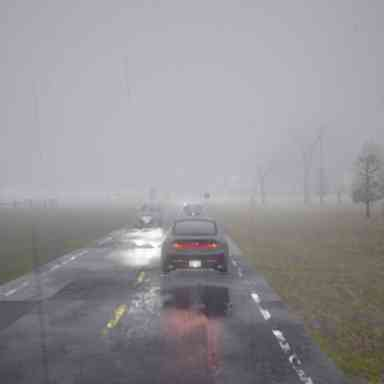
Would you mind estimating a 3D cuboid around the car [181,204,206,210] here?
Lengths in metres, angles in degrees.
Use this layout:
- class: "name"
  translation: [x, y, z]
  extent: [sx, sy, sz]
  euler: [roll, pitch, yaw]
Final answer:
- class: "car"
  translation: [0.098, 1.658, 26.511]
  extent: [2.033, 1.411, 5.357]
  euler: [0, 0, 0]

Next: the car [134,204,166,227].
- class: "car"
  translation: [-2.842, 1.590, 23.312]
  extent: [2.128, 1.511, 4.902]
  euler: [0, 0, 0]

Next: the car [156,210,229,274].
- class: "car"
  translation: [0.089, 1.553, 10.752]
  extent: [1.837, 1.490, 4.892]
  euler: [0, 0, 0]
